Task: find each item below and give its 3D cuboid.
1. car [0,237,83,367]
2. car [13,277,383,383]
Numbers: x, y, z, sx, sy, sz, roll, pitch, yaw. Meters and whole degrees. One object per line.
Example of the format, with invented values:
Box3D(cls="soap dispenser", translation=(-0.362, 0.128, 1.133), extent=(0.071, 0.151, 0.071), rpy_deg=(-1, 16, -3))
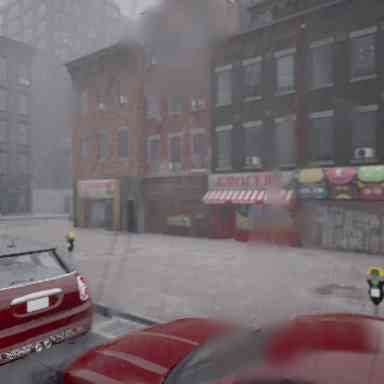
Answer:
Box3D(cls="car", translation=(-3.518, 1.443, 5.329), extent=(4.097, 1.590, 1.967), rpy_deg=(0, 0, 36))
Box3D(cls="car", translation=(0.962, 1.545, 2.132), extent=(4.507, 1.381, 1.887), rpy_deg=(0, 0, 36))
